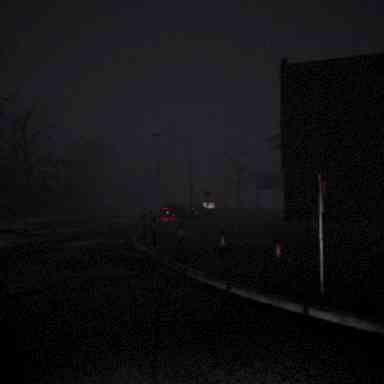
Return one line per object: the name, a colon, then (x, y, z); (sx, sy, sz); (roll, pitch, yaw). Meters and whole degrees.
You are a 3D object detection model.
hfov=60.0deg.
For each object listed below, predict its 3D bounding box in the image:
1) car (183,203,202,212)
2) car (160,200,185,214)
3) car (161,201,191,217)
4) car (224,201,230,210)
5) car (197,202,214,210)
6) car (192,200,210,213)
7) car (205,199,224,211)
car: (0.139, 2.543, 56.300); (1.994, 1.385, 4.181); (-1, -2, 16)
car: (-2.674, 2.073, 46.447); (2.097, 1.767, 4.553); (-1, -2, 17)
car: (-1.895, 1.915, 36.489); (1.837, 1.490, 4.892); (-1, -2, 14)
car: (5.991, 2.514, 64.860); (2.097, 1.767, 4.553); (-1, -2, 16)
car: (2.765, 2.770, 65.385); (2.033, 1.411, 5.357); (-1, -2, 16)
car: (0.613, 2.234, 46.199); (1.994, 1.385, 4.181); (-1, -2, 16)
car: (3.380, 2.144, 55.838); (2.150, 2.045, 5.566); (-1, -2, 16)
